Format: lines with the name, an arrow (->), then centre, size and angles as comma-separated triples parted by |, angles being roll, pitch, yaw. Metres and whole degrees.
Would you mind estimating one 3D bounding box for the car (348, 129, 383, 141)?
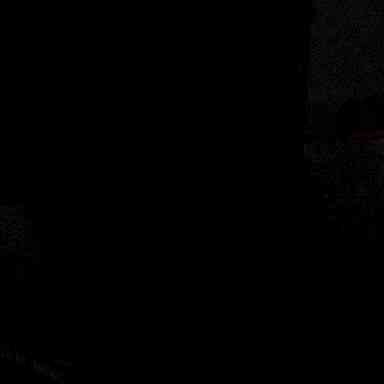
car -> 17.437, -5.242, 31.902 | 2.185, 1.767, 4.553 | 1, 2, -26
